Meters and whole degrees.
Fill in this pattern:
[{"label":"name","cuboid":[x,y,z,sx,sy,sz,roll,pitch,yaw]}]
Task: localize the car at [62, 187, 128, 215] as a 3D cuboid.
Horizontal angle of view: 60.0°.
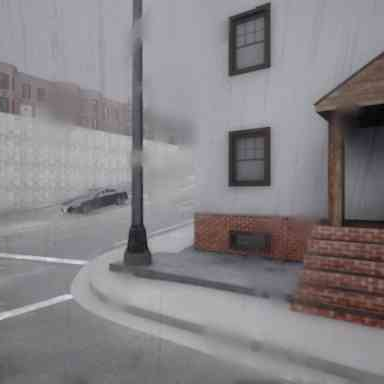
[{"label":"car","cuboid":[-6.593,0.513,22.810,2.128,1.511,4.902,0,9,35]}]
